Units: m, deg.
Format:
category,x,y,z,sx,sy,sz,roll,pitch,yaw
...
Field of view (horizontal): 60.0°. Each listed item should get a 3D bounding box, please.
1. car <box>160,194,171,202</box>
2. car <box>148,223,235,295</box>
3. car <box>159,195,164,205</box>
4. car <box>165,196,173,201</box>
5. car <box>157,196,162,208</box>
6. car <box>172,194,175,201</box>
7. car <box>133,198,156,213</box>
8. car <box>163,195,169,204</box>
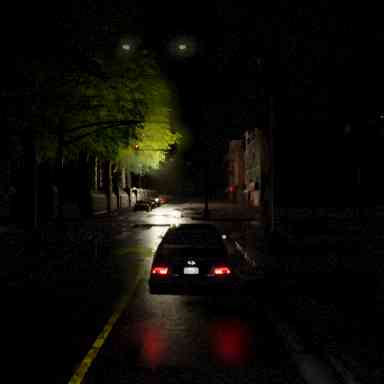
category,x,y,z,sx,sy,sz,roll,pitch,yaw
car,-5.899,1.419,66.932,2.192,1.841,5.009,1,0,-1
car,-0.004,1.551,8.852,2.033,1.411,5.357,0,0,0
car,-5.726,1.621,50.582,1.947,1.339,4.313,1,0,-1
car,-6.139,1.728,88.562,1.752,1.417,4.829,1,0,-1
car,-5.667,1.595,45.132,2.008,1.369,4.403,1,0,-1
car,-6.079,1.615,83.281,1.967,1.590,4.097,1,0,-1
car,-5.617,1.583,37.997,2.008,1.369,4.403,1,0,-1
car,-5.845,1.667,61.482,1.802,1.307,4.206,1,0,-1
